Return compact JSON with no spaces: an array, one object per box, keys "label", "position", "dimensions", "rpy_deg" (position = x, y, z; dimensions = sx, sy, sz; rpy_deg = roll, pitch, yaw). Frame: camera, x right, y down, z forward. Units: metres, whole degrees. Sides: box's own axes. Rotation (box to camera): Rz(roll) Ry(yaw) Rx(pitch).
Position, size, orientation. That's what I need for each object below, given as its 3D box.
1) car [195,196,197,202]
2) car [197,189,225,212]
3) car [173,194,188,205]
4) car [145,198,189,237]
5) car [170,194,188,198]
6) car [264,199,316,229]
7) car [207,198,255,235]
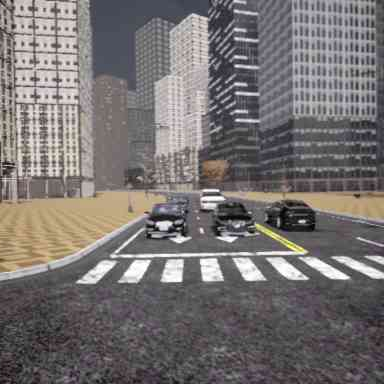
[{"label":"car","position":[1.569,0.937,51.327],"dimensions":[1.895,1.301,4.718],"rpy_deg":[-1,1,-3]},{"label":"car","position":[1.883,0.785,32.291],"dimensions":[2.150,2.045,5.566],"rpy_deg":[-1,2,0]},{"label":"car","position":[-1.584,1.003,47.369],"dimensions":[1.994,1.385,4.181],"rpy_deg":[-1,1,-1]},{"label":"car","position":[-1.255,1.313,17.100],"dimensions":[2.128,1.511,4.902],"rpy_deg":[-1,1,0]},{"label":"car","position":[-1.356,1.136,31.162],"dimensions":[2.128,1.511,4.902],"rpy_deg":[-1,1,0]},{"label":"car","position":[5.430,1.186,18.908],"dimensions":[1.837,1.490,4.892],"rpy_deg":[-1,1,0]},{"label":"car","position":[1.992,1.266,17.327],"dimensions":[1.837,1.490,4.892],"rpy_deg":[-1,1,0]}]
